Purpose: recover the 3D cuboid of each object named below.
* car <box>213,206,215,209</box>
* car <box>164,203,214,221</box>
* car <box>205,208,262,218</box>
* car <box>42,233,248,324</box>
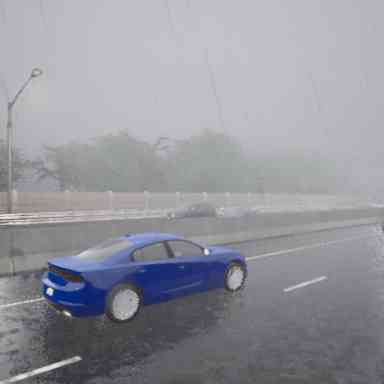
[{"bbox_3d":[4.688,2.244,31.325,4.902,1.511,2.128,1,-2,-41],"label":"car"},{"bbox_3d":[-0.027,2.051,31.877,5.566,2.045,2.150,1,-2,-41],"label":"car"},{"bbox_3d":[3.894,2.172,26.004,5.357,1.411,2.033,1,-2,-41],"label":"car"},{"bbox_3d":[-0.762,1.703,7.790,5.008,1.535,1.882,1,-2,-41],"label":"car"}]
